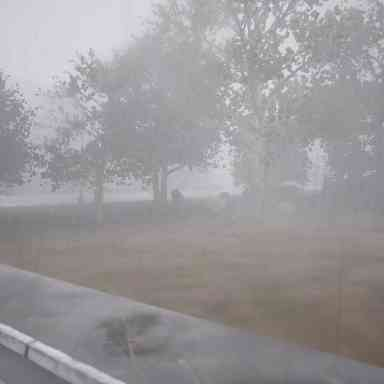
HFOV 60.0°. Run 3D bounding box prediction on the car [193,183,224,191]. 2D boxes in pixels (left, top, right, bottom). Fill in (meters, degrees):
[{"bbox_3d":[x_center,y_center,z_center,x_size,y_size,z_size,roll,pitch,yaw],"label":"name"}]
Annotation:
[{"bbox_3d":[2.918,-0.913,58.456,5.357,1.411,2.033,-2,3,-25],"label":"car"}]
